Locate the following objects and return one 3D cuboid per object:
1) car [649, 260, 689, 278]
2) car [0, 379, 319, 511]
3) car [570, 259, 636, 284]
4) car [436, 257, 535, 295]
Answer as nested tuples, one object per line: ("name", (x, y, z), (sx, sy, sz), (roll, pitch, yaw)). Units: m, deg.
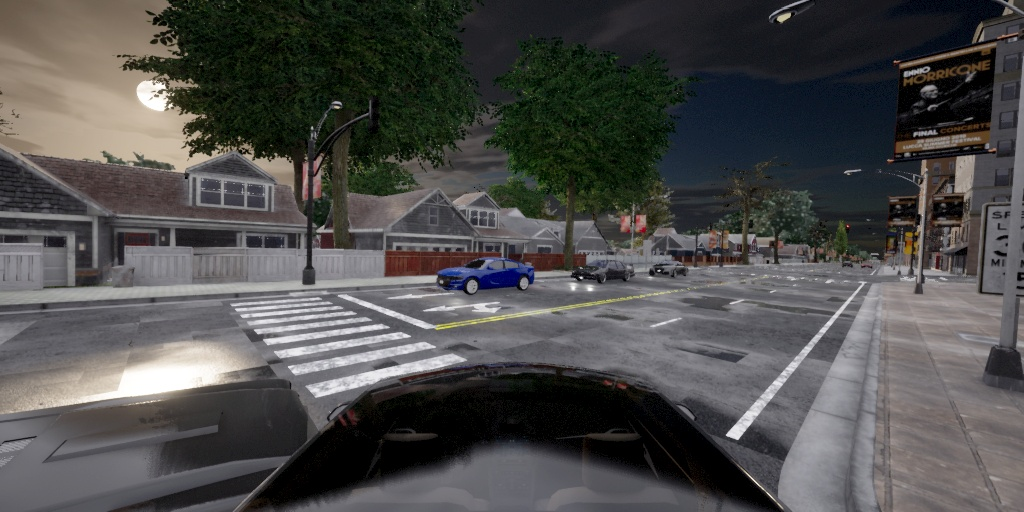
("car", (13.293, 1.018, 30.303), (4.181, 1.385, 1.994), (0, 2, -44))
("car", (-3.311, 1.287, 1.302), (4.718, 1.301, 1.895), (1, 2, -34))
("car", (6.085, 0.939, 23.393), (5.357, 1.411, 2.033), (0, 2, -44))
("car", (-1.092, 0.810, 16.484), (5.008, 1.535, 1.882), (0, 2, -44))
